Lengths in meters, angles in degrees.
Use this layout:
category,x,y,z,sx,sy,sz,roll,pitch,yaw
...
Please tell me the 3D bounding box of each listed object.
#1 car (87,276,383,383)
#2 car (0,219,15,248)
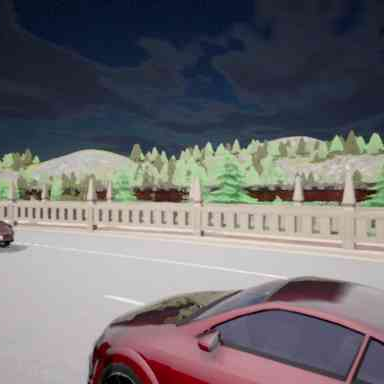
category,x,y,z,sx,sy,sz,roll,pitch,yaw
car,0.957,1.549,3.102,4.181,1.385,1.994,0,0,35
car,-9.006,1.508,13.139,4.674,1.442,1.812,0,0,28
